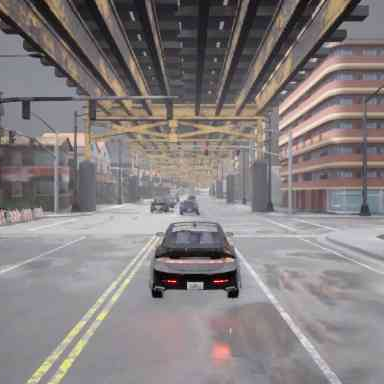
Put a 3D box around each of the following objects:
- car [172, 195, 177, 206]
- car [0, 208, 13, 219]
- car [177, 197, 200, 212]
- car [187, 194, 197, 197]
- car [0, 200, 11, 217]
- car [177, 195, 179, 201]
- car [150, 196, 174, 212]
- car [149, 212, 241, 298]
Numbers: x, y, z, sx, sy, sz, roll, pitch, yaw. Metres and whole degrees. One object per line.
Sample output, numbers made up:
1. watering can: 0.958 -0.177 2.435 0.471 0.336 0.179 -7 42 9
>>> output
1. car: -3.606 1.350 47.111 2.097 1.767 4.553 0 0 0
2. car: -16.769 1.453 25.955 4.974 1.542 2.038 0 0 -20
3. car: -0.217 1.526 34.086 1.812 1.442 4.674 -1 0 1
4. car: -0.021 1.348 78.434 1.837 1.490 4.892 0 1 0
5. car: -16.817 1.295 25.937 4.536 1.218 1.853 0 0 -20
6. car: -3.598 1.515 56.996 1.812 1.442 4.674 0 0 0
7. car: -3.607 1.491 37.948 2.128 1.511 4.902 0 0 0
8. car: 0.071 1.492 8.480 2.128 1.511 4.902 0 0 0
